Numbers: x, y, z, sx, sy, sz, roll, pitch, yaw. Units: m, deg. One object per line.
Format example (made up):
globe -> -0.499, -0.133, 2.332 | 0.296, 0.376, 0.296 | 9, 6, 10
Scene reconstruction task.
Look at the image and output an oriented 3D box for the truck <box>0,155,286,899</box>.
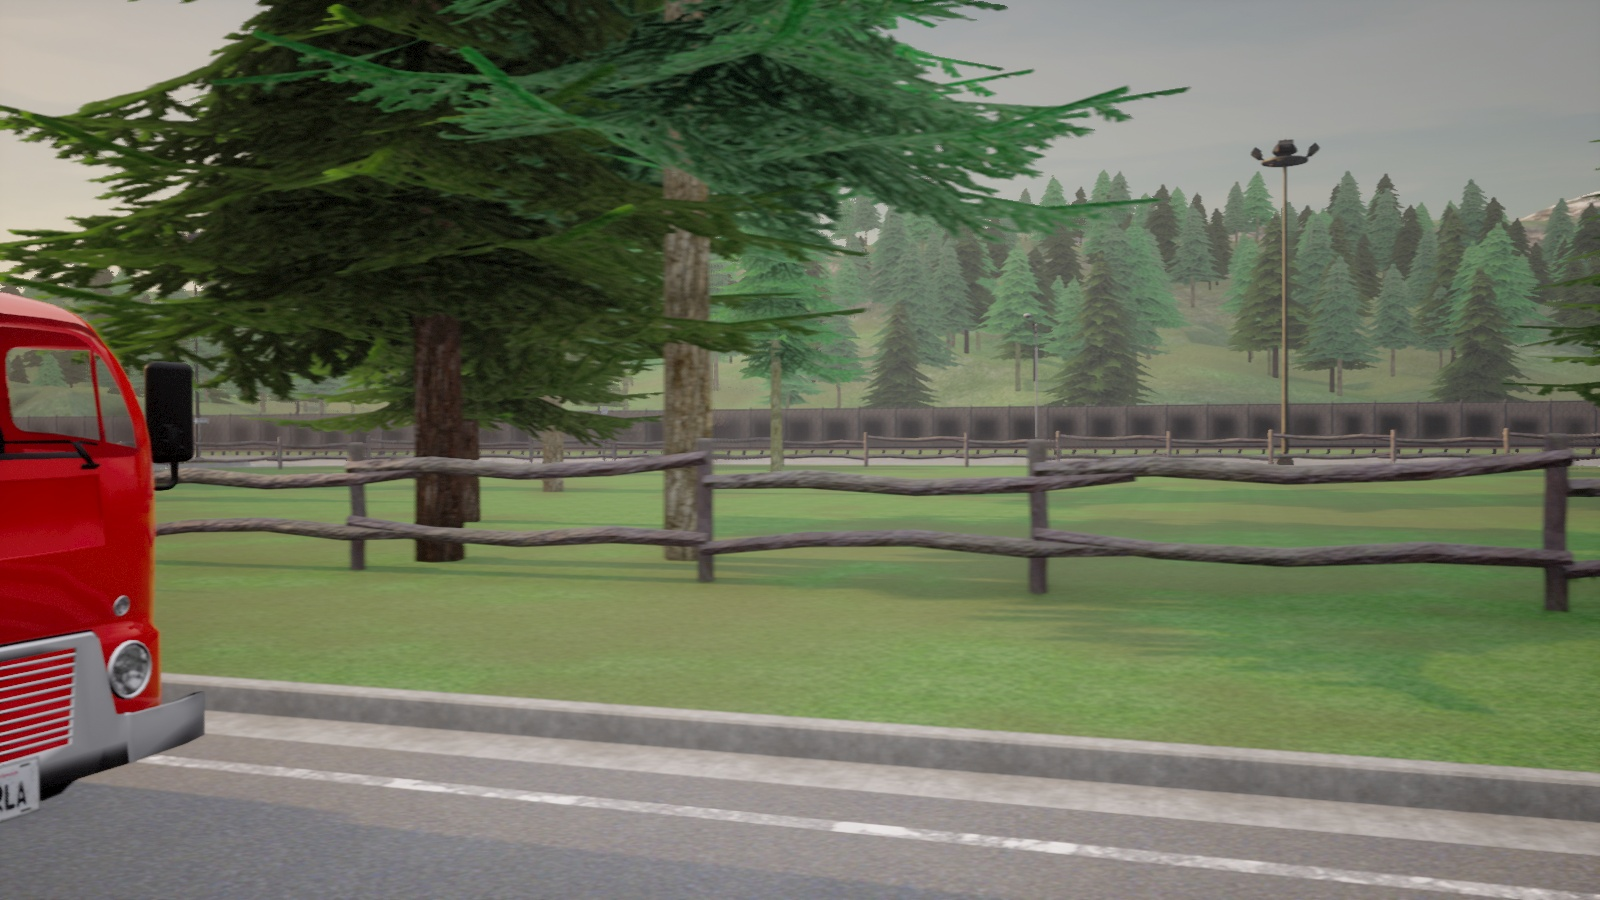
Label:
truck -> -5.061, 0.267, 4.888 | 5.204, 2.467, 2.627 | 0, 1, 19
